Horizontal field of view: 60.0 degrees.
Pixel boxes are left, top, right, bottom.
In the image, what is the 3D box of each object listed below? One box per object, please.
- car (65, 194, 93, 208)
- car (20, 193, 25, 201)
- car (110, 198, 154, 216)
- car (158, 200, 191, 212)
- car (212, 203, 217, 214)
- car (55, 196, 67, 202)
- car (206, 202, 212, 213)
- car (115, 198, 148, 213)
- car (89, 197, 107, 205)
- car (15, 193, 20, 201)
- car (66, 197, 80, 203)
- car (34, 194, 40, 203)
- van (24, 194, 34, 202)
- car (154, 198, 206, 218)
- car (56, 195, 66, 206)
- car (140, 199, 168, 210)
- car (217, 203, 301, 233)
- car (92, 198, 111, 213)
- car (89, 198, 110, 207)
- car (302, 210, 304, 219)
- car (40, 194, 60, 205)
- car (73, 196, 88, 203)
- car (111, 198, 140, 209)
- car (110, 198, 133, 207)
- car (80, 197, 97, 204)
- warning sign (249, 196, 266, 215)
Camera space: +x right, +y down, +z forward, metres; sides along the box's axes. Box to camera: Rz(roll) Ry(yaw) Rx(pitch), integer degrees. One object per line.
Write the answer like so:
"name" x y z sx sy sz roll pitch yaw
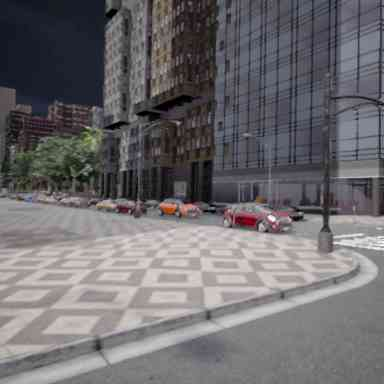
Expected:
"car" -15.449 1.405 45.587 1.967 1.590 4.097 2 -1 -36
"car" -37.793 1.406 76.835 1.967 1.590 4.097 2 -1 -36
"car" -5.875 1.499 32.194 1.887 1.381 4.507 2 -1 -36
"car" -2.231 1.719 41.749 1.752 1.417 4.829 2 -1 -36
"car" 4.250 1.769 32.683 1.802 1.307 4.206 2 -1 -36
"car" -34.145 1.726 86.380 1.752 1.417 4.829 2 -1 -36
"car" 1.059 1.756 37.147 1.947 1.339 4.313 2 -1 -36
"car" -7.124 1.537 38.537 1.837 1.490 4.892 2 -1 -36
"car" -18.090 1.767 63.926 1.947 1.339 4.313 2 -1 -36
"car" -40.982 1.280 81.301 2.192 1.841 5.009 2 -1 -36
"car" -27.664 1.783 77.315 1.802 1.307 4.206 2 -1 -36
"car" -28.217 1.406 63.443 1.967 1.590 4.097 2 -1 -36
"van" -34.599 1.307 72.373 1.690 1.788 3.998 2 -1 -36
"car" -1.167 1.378 30.197 2.097 1.767 4.553 2 -1 -36
"car" -18.644 1.548 50.049 1.802 1.307 4.206 2 -1 -36
"car" -5.323 1.748 46.073 2.008 1.369 4.403 2 -1 -36
"car" 3.685 1.384 18.830 1.967 1.590 4.097 2 -1 -37
"car" -8.968 1.483 36.520 1.752 1.417 4.829 2 -1 -36
"car" -15.595 1.726 55.688 1.895 1.301 4.718 2 -1 -36
"car" 7.442 1.749 28.221 1.947 1.339 4.313 2 -1 -36
"car" -24.928 1.491 58.840 1.752 1.417 4.829 2 -1 -36
"car" -24.571 1.727 72.991 1.752 1.417 4.829 2 -1 -36
"car" -9.490 1.615 47.227 2.128 1.511 4.902 2 -1 -35
"car" -11.707 1.752 55.000 2.008 1.369 4.403 2 -1 -36
"car" -21.281 1.767 68.389 1.947 1.339 4.313 2 -1 -36
"warning sign" 6.607 1.366 33.372 1.300 1.860 1.060 2 -1 -36
